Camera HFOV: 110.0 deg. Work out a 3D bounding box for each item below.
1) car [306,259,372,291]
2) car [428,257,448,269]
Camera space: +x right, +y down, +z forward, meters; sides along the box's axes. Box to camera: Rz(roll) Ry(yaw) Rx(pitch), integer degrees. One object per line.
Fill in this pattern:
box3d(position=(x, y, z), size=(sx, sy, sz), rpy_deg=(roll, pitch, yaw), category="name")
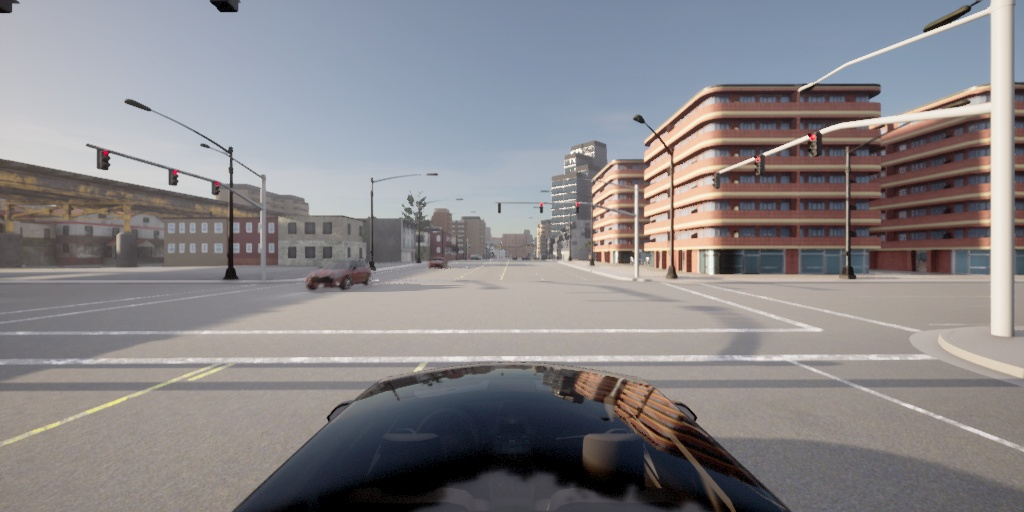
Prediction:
box3d(position=(-10.150, 1.007, 21.377), size=(2.097, 1.767, 4.553), rpy_deg=(0, 0, 1), category="car")
box3d(position=(-9.705, 0.954, 47.271), size=(1.882, 1.535, 5.008), rpy_deg=(0, 2, 0), category="car")
